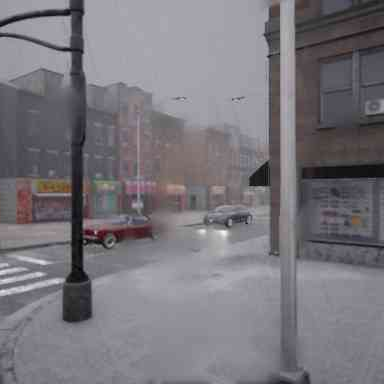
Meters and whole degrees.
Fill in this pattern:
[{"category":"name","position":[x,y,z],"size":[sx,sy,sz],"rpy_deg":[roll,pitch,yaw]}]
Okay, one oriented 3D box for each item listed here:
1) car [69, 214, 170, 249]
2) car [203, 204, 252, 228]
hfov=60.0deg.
[{"category":"car","position":[-3.195,1.717,15.447],"size":[1.895,1.301,4.718],"rpy_deg":[0,0,35]},{"category":"car","position":[2.633,1.652,23.639],"size":[1.837,1.490,4.892],"rpy_deg":[0,0,35]}]
